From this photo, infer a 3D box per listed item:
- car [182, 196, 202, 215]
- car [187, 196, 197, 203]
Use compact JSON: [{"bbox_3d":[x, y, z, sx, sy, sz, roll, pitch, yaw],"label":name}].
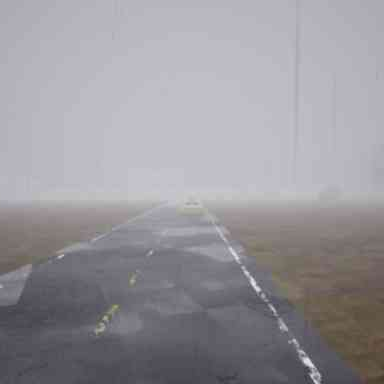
[{"bbox_3d":[0.022,1.426,32.040,1.801,1.575,5.366,0,1,0],"label":"car"},{"bbox_3d":[0.037,1.411,65.172,1.994,1.385,4.181,0,0,0],"label":"car"}]
